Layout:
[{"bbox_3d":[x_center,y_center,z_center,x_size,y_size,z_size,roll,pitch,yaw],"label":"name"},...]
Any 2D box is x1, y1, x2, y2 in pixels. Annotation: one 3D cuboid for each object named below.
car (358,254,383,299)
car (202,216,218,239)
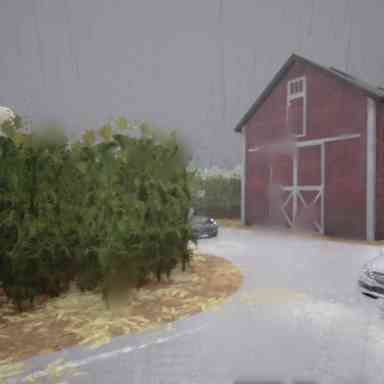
[{"bbox_3d":[5.711,1.633,7.534,4.674,1.442,1.812,1,-1,-34],"label":"car"},{"bbox_3d":[-0.585,1.461,17.485,2.097,1.767,4.553,1,0,-32],"label":"car"}]
